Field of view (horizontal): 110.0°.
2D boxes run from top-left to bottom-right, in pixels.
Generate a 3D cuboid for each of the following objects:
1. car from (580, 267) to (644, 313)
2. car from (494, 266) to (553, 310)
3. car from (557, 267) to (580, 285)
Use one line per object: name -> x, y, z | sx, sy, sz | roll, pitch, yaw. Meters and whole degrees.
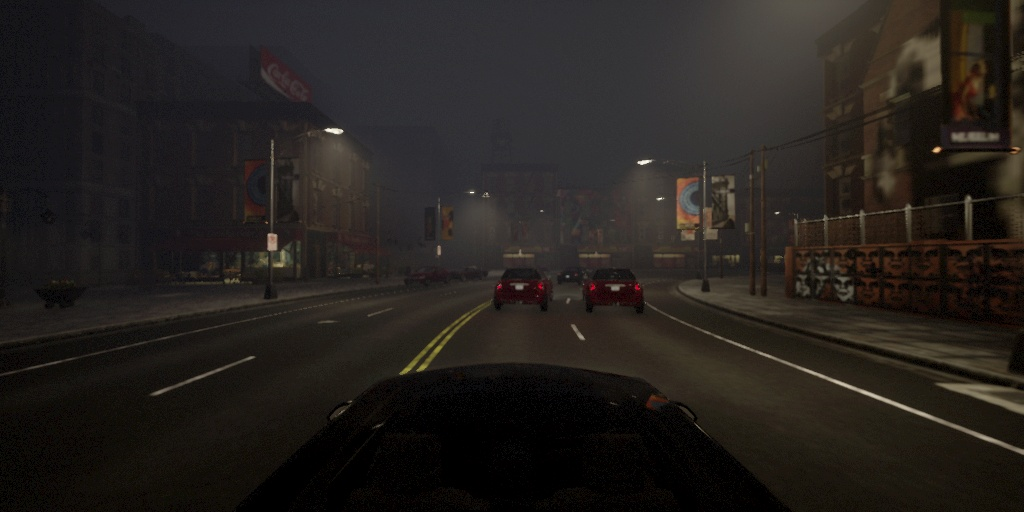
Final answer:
car -> 4.086, 1.226, 15.053 | 2.097, 1.767, 4.553 | 0, -1, 10
car -> 0.630, 1.231, 15.608 | 2.097, 1.767, 4.553 | 0, -1, 10
car -> 5.233, 1.576, 29.481 | 1.994, 1.385, 4.181 | 0, -1, 28
